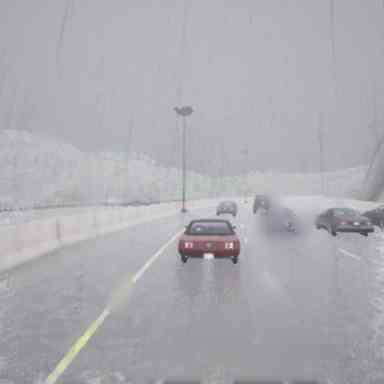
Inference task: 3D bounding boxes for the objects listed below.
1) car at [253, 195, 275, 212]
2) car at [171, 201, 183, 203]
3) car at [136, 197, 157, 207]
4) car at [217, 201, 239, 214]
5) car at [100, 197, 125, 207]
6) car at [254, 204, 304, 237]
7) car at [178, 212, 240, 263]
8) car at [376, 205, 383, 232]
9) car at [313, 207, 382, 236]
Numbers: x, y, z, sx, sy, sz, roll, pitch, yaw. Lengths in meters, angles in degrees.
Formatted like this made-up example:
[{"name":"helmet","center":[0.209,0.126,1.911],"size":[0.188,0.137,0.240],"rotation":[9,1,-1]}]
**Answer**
[{"name":"car","center":[8.166,1.314,37.813],"size":[2.150,2.045,5.566],"rotation":[0,0,13]},{"name":"car","center":[-2.754,1.701,51.838],"size":[1.895,1.301,4.718],"rotation":[0,0,17]},{"name":"car","center":[-6.477,1.597,51.561],"size":[1.837,1.490,4.892],"rotation":[0,0,16]},{"name":"car","center":[3.605,1.623,33.393],"size":[2.033,1.411,5.357],"rotation":[0,0,12]},{"name":"car","center":[-12.933,1.612,54.411],"size":[1.812,1.442,4.674],"rotation":[0,0,17]},{"name":"car","center":[4.749,1.594,18.254],"size":[2.033,1.411,5.357],"rotation":[0,0,7]},{"name":"car","center":[0.666,1.627,12.130],"size":[1.895,1.301,4.718],"rotation":[0,0,4]},{"name":"car","center":[12.105,1.557,20.484],"size":[2.128,1.511,4.902],"rotation":[0,0,7]},{"name":"car","center":[8.321,1.602,18.722],"size":[2.033,1.411,5.357],"rotation":[0,0,7]}]
